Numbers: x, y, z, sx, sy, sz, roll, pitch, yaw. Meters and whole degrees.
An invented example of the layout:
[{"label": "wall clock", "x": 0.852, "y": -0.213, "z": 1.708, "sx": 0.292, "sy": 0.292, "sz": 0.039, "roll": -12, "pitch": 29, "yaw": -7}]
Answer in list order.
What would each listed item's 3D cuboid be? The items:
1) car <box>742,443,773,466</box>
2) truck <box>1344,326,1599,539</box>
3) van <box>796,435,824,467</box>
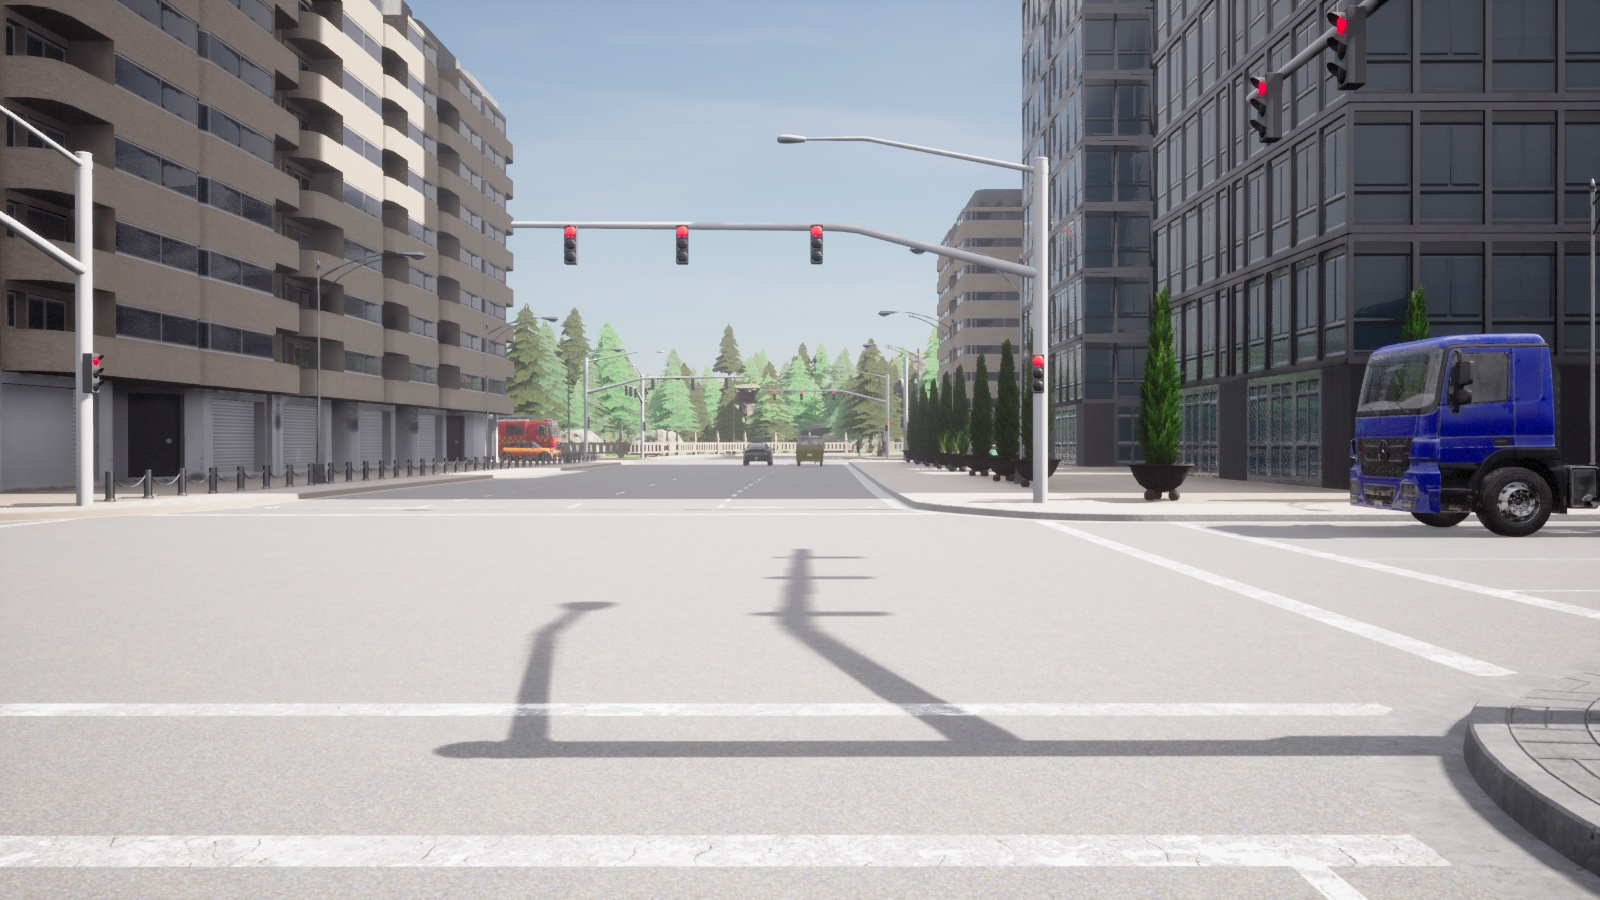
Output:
[{"label": "car", "x": -2.794, "y": 0.274, "z": 84.086, "sx": 1.837, "sy": 1.490, "sz": 4.892, "roll": 0, "pitch": 0, "yaw": 1}, {"label": "truck", "x": 14.035, "y": -0.292, "z": 21.786, "sx": 7.936, "sy": 3.462, "sz": 2.891, "roll": 0, "pitch": 0, "yaw": 1}, {"label": "van", "x": 0.655, "y": 0.041, "z": 81.252, "sx": 1.775, "sy": 1.987, "sz": 4.442, "roll": 0, "pitch": 0, "yaw": 1}]
